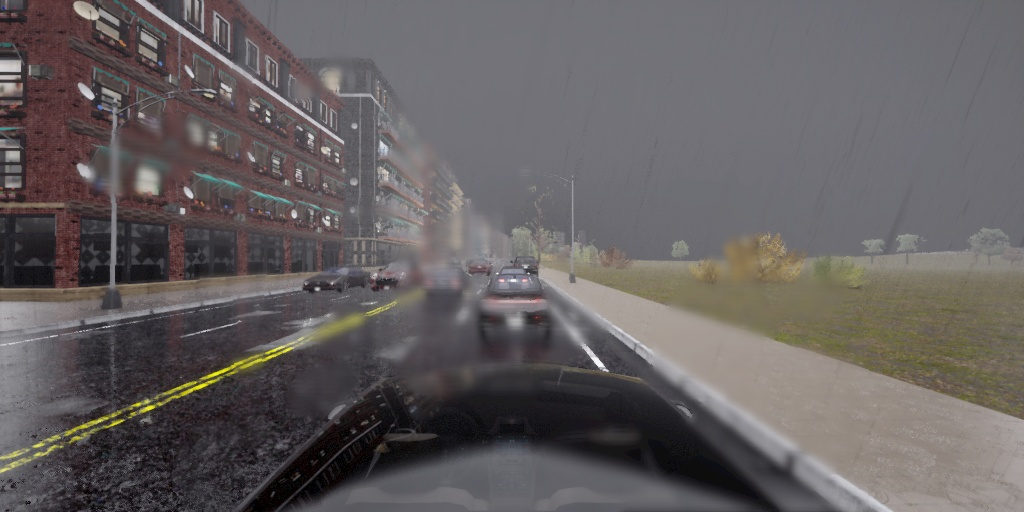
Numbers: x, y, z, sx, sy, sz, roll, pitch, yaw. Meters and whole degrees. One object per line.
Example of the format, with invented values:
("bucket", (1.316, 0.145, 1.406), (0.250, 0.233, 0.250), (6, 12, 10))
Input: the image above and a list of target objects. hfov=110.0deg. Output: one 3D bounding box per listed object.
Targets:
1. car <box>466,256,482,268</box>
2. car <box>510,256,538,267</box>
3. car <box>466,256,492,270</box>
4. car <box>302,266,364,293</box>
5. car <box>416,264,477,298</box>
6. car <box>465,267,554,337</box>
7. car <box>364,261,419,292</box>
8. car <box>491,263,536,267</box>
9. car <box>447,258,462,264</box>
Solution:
("car", (-6.706, 0.972, 63.458), (2.150, 2.045, 5.566), (0, 0, 0))
("car", (1.069, 0.978, 30.970), (2.150, 2.045, 5.566), (0, 0, 0))
("car", (-3.236, 1.104, 37.820), (2.097, 1.767, 4.553), (0, 0, 0))
("car", (-9.895, 1.300, 20.888), (2.033, 1.411, 5.357), (0, 0, 0))
("car", (-3.181, 1.299, 18.640), (2.033, 1.411, 5.357), (0, 0, -1))
("car", (0.081, 1.243, 10.318), (2.128, 1.511, 4.902), (0, 0, 0))
("car", (-6.646, 1.105, 21.280), (2.097, 1.767, 4.553), (0, 0, 0))
("car", (0.060, 1.300, 20.758), (2.033, 1.411, 5.357), (0, 0, 0))
("car", (-9.958, 1.103, 62.448), (2.097, 1.767, 4.553), (0, 0, 0))
